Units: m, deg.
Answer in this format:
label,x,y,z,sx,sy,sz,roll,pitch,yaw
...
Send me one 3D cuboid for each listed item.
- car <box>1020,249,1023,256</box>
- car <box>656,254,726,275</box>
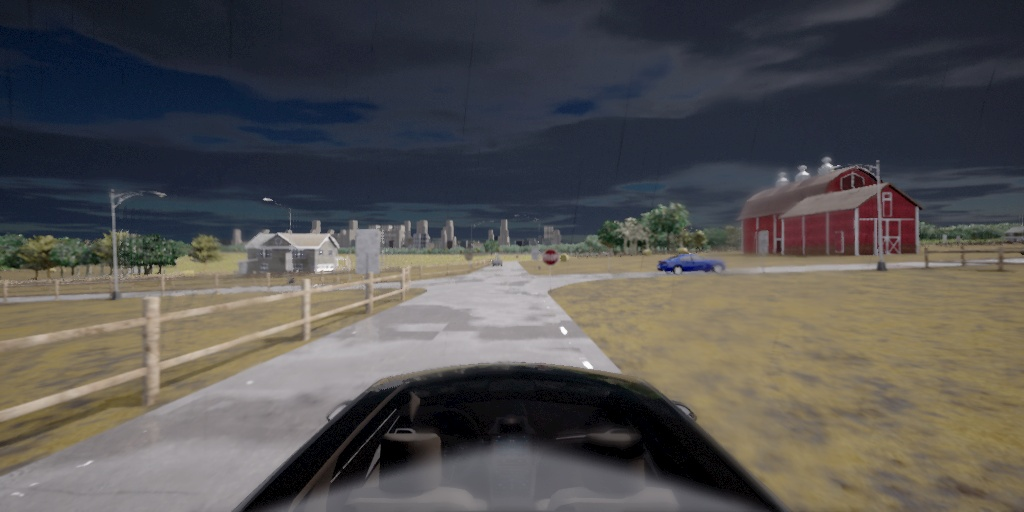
label,x,y,z,sx,sy,sz,roll,pitch,yaw
car,46.864,-0.462,30.637,4.718,1.301,1.895,-2,0,0
car,13.864,0.608,27.829,5.008,1.535,1.882,-2,0,0
